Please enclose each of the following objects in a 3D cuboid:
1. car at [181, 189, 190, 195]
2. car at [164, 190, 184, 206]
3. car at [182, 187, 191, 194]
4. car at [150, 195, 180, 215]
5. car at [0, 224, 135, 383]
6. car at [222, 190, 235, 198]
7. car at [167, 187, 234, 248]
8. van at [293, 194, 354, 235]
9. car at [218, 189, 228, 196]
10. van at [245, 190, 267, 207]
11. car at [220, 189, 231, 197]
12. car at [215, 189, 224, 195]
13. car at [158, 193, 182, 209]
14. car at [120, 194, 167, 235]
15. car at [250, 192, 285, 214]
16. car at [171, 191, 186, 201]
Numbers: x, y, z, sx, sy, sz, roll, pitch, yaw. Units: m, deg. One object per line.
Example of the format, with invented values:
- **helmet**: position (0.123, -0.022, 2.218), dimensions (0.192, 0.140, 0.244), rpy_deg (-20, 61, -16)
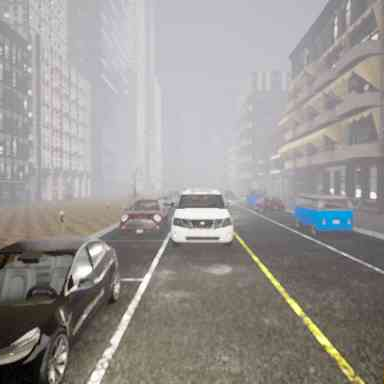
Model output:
- **car**: position (-1.623, -0.098, 82.374), dimensions (1.947, 1.339, 4.313), rpy_deg (0, 1, 1)
- **car**: position (-2.008, 0.649, 38.199), dimensions (1.967, 1.590, 4.097), rpy_deg (0, 1, 1)
- **car**: position (-1.528, -0.561, 93.412), dimensions (2.192, 1.841, 5.009), rpy_deg (0, 1, 1)
- **car**: position (-2.104, 0.984, 27.157), dimensions (2.008, 1.369, 4.403), rpy_deg (0, 1, 1)
- **car**: position (-2.296, 1.454, 5.072), dimensions (1.947, 1.339, 4.313), rpy_deg (0, 1, 1)
- **car**: position (6.566, 0.338, 60.214), dimensions (1.947, 1.339, 4.313), rpy_deg (0, 1, 1)
- **car**: position (0.373, 0.921, 13.731), dimensions (2.150, 2.045, 5.566), rpy_deg (0, 3, 1)
- **van**: position (6.180, 1.007, 16.037), dimensions (1.690, 1.788, 3.998), rpy_deg (0, 1, 1)
- **car**: position (6.662, 0.079, 71.426), dimensions (1.752, 1.417, 4.829), rpy_deg (0, 1, 1)
- **van**: position (6.325, 0.669, 32.601), dimensions (1.690, 1.788, 3.998), rpy_deg (0, 1, 1)
- **car**: position (6.615, 0.186, 65.904), dimensions (1.752, 1.417, 4.829), rpy_deg (0, 1, 1)
- **car**: position (6.757, -0.112, 82.300), dimensions (1.887, 1.381, 4.507), rpy_deg (0, 1, 1)
- **car**: position (-2.056, 0.871, 32.679), dimensions (2.008, 1.369, 4.403), rpy_deg (0, 1, 1)
- **car**: position (-2.200, 1.099, 16.113), dimensions (1.967, 1.590, 4.097), rpy_deg (0, 1, 1)
- **car**: position (6.277, 0.984, 27.084), dimensions (1.887, 1.381, 4.507), rpy_deg (0, 1, 1)
- **car**: position (-1.911, 0.551, 49.244), dimensions (1.947, 1.339, 4.313), rpy_deg (0, 1, 1)
